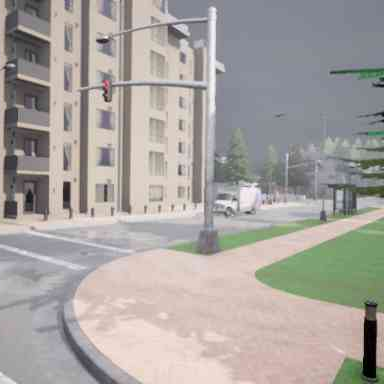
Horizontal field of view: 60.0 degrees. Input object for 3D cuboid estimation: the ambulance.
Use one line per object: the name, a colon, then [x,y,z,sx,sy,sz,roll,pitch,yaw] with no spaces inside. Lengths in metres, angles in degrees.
ambulance: [3.643,0.797,28.515,2.351,2.431,6.366,1,1,37]
